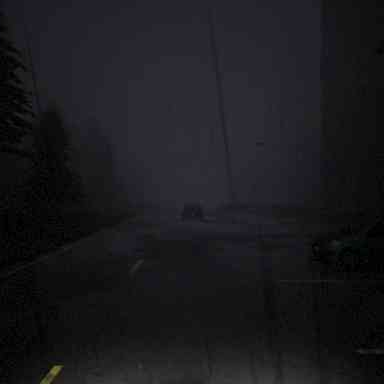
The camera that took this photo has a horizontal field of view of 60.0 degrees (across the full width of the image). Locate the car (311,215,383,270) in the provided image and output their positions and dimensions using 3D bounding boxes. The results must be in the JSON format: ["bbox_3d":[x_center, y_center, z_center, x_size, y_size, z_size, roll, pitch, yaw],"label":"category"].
[{"bbox_3d":[6.036,1.589,10.816,3.988,1.617,1.851,0,-1,-1],"label":"car"}]

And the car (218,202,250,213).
[{"bbox_3d":[5.529,1.971,43.822,4.181,1.381,1.994,0,-1,-1],"label":"car"}]

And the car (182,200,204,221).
[{"bbox_3d":[0.079,1.769,30.301,1.882,1.535,5.008,0,0,0],"label":"car"}]
